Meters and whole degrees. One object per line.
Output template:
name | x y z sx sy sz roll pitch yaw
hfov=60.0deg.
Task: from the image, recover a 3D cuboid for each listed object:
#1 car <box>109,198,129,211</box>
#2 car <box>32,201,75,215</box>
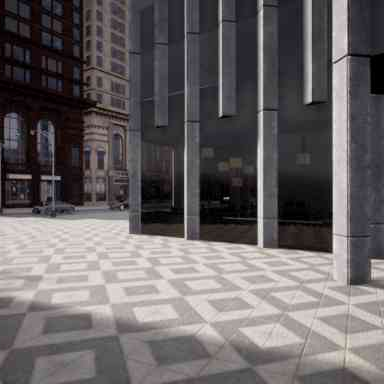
car | -8.640 1.600 43.522 1.837 1.490 4.892 0 0 36
car | -14.601 1.630 35.197 1.994 1.385 4.181 0 0 36
